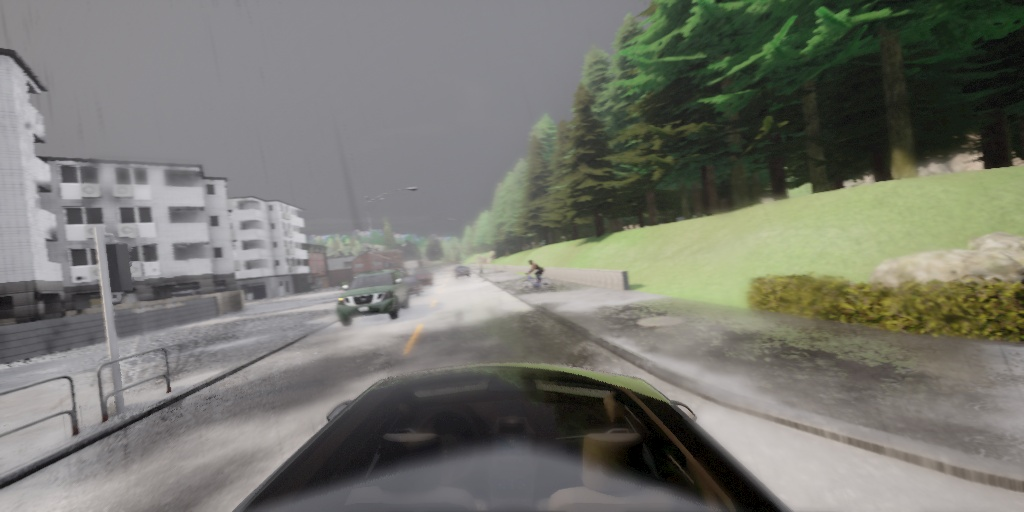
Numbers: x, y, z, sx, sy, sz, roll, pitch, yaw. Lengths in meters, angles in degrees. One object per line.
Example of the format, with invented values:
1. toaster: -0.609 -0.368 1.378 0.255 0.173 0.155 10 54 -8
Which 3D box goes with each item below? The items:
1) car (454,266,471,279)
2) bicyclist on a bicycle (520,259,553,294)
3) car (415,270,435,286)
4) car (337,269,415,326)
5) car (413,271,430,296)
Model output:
1. car: -6.220 2.073 45.156 2.033 1.411 5.357 -7 0 -9
2. bicyclist on a bicycle: 1.144 0.973 17.468 1.656 1.620 0.582 -7 0 -9
3. car: -9.098 2.208 36.456 2.097 1.767 4.553 -7 0 -9
4. car: -6.015 1.691 16.148 2.150 2.045 5.566 -7 0 -9
5. car: -7.532 2.209 26.282 2.033 1.411 5.357 -7 0 -9
